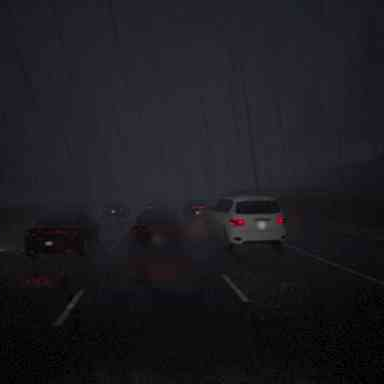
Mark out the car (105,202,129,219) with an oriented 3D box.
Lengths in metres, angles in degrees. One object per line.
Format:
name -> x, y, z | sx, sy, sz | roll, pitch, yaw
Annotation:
car -> -6.719, 1.614, 29.656 | 1.994, 1.385, 4.181 | -1, 0, -5

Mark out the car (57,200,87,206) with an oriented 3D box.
car -> -10.200, 1.671, 29.368 | 1.994, 1.385, 4.181 | -1, 0, -5

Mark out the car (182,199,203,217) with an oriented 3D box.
car -> 0.268, 1.442, 30.048 | 1.837, 1.490, 4.892 | -1, 1, -5

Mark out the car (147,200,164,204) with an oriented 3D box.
car -> -3.204, 1.485, 29.541 | 2.128, 1.511, 4.902 | -1, 0, -5

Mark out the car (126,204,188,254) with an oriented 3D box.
car -> -1.435, 1.474, 13.660 | 1.882, 1.535, 5.008 | -1, 0, -6

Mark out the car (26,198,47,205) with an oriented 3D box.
car -> -24.388, 1.766, 54.481 | 1.882, 1.535, 5.008 | -1, 0, 5

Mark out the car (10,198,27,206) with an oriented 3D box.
car -> -27.776, 1.844, 55.939 | 1.837, 1.490, 4.892 | -1, 0, 5

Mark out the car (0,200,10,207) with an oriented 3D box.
car -> -31.270, 1.997, 56.415 | 1.895, 1.301, 4.718 | -1, 0, 5

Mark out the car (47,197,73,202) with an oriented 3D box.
car -> -20.911, 1.584, 53.932 | 2.097, 1.767, 4.553 | -1, 0, 5

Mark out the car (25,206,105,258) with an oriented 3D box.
car -> -4.909, 1.531, 13.240 | 1.882, 1.535, 5.008 | -1, 0, -6

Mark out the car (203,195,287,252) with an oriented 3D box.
car -> 2.057, 1.162, 13.896 | 2.150, 2.045, 5.566 | -1, 0, -6
